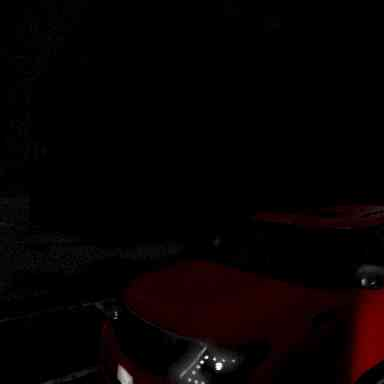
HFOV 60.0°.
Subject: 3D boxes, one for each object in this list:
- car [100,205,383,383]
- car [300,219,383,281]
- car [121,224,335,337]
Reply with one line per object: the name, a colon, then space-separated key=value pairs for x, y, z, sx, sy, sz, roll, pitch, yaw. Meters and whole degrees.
car: x=1.683 y=1.238 z=4.451 sx=5.566 sy=2.045 sz=2.150 roll=0 pitch=0 yaw=-35
car: x=5.455 y=1.637 z=10.439 sx=4.206 sy=1.307 sz=1.802 roll=0 pitch=0 yaw=-36
car: x=0.962 y=1.571 z=7.225 sx=4.507 sy=1.381 sz=1.887 roll=0 pitch=0 yaw=-36
